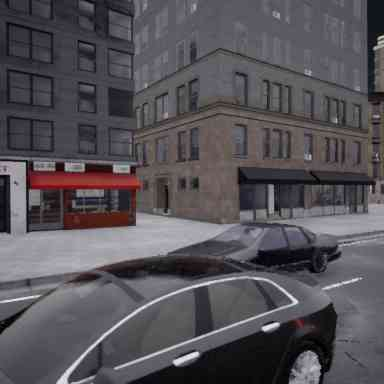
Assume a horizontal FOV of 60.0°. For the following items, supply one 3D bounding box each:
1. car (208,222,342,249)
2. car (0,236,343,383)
[{"bbox_3d":[1.886,1.547,8.993,5.357,1.411,2.033,0,0,-35],"label":"car"},{"bbox_3d":[-0.501,1.505,3.325,4.892,1.490,1.837,0,0,-35],"label":"car"}]
